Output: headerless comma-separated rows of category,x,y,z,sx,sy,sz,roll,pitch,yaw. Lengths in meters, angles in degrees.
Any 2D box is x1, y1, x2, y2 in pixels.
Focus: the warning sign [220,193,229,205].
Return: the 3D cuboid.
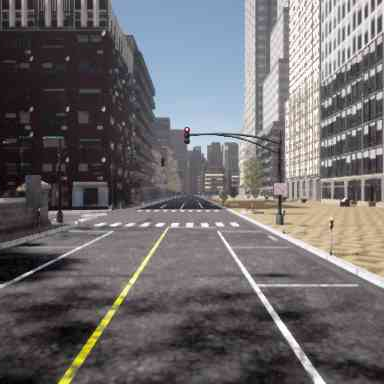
warning sign,5.071,1.144,52.213,1.300,1.860,1.060,0,0,0
